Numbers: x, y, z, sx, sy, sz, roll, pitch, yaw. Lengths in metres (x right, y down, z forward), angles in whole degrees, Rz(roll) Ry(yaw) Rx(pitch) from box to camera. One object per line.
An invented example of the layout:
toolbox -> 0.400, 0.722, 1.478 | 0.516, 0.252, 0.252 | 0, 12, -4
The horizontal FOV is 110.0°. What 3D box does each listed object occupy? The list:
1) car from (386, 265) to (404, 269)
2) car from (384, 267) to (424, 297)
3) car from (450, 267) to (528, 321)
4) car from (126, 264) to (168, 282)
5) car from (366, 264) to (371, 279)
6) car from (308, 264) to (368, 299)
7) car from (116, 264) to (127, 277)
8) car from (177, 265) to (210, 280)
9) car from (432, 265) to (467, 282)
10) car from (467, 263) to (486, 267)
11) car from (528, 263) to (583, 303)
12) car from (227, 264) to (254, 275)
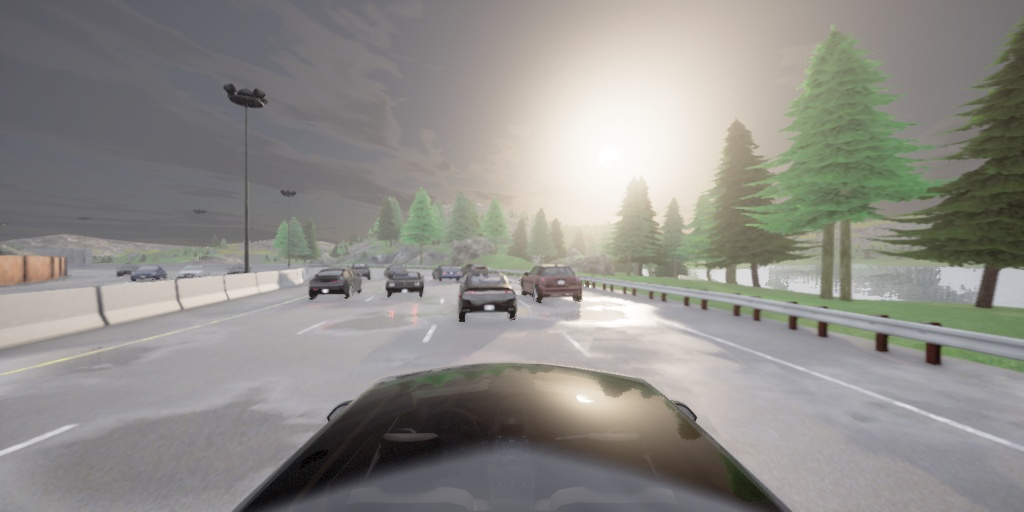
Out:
car -> -11.943, 1.563, 36.899 | 1.994, 1.385, 4.181 | 0, 0, -25
car -> -5.882, 1.480, 20.150 | 1.895, 1.301, 4.718 | 0, 0, -13
car -> -0.991, 1.306, 12.846 | 2.128, 1.511, 4.902 | 0, 0, -8
car -> -34.704, 1.633, 34.422 | 1.812, 1.442, 4.674 | 0, -1, -34
car -> -15.087, 1.500, 35.455 | 2.128, 1.511, 4.902 | 0, 0, -25
car -> -9.288, 1.397, 19.186 | 1.837, 1.490, 4.892 | 0, 0, -13
car -> -45.874, 1.720, 43.109 | 1.837, 1.490, 4.892 | 0, -1, -42
car -> -30.832, 1.615, 34.849 | 1.812, 1.442, 4.674 | 0, 0, -32
car -> -5.894, 1.489, 31.931 | 2.033, 1.411, 5.357 | 0, 0, -21
car -> -3.765, 1.455, 35.727 | 1.837, 1.490, 4.892 | 0, 0, -23
car -> 1.756, 1.176, 17.526 | 2.097, 1.767, 4.553 | 0, 0, -10
car -> -28.413, 1.598, 37.565 | 1.837, 1.490, 4.892 | 0, -1, -33
